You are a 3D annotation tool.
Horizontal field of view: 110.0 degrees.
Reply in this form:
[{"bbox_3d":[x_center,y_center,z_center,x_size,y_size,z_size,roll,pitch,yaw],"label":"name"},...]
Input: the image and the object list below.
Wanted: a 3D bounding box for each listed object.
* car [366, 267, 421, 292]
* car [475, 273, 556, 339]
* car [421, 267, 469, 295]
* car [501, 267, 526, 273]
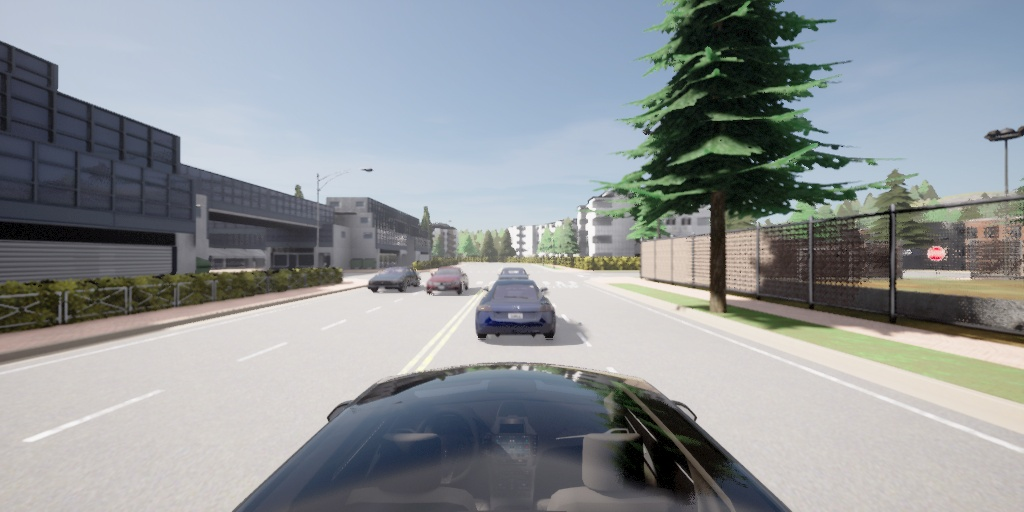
[{"bbox_3d":[-7.017,1.371,22.047,2.033,1.411,5.357,0,0,0],"label":"car"},{"bbox_3d":[0.088,1.345,10.209,1.994,1.385,4.181,0,0,0],"label":"car"},{"bbox_3d":[-3.533,1.343,20.369,1.812,1.442,4.674,0,0,1],"label":"car"},{"bbox_3d":[0.090,1.368,21.040,2.033,1.411,5.357,0,0,0],"label":"car"}]
